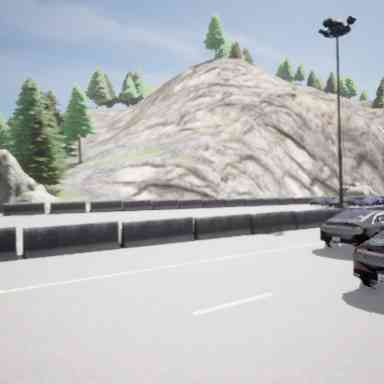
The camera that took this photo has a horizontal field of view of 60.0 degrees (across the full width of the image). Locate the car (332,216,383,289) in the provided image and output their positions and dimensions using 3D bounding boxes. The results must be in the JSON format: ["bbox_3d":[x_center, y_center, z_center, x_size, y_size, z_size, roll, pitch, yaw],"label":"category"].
[{"bbox_3d":[5.741,1.448,7.792,4.902,1.511,2.128,0,0,-35],"label":"car"}]

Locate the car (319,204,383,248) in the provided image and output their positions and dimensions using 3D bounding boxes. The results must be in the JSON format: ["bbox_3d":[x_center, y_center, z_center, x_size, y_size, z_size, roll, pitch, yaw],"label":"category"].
[{"bbox_3d":[6.990,1.418,12.913,4.902,1.511,2.128,0,0,-35],"label":"car"}]

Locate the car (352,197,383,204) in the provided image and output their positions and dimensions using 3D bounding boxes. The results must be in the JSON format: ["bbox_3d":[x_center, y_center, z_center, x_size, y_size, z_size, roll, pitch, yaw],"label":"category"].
[{"bbox_3d":[22.133,1.291,40.774,4.674,1.442,1.812,0,0,-35],"label":"car"}]

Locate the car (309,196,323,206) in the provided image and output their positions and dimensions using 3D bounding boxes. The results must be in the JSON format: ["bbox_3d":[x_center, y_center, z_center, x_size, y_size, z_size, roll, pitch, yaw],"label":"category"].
[{"bbox_3d":[18.314,1.297,46.636,4.181,1.385,1.994,0,0,-35],"label":"car"}]

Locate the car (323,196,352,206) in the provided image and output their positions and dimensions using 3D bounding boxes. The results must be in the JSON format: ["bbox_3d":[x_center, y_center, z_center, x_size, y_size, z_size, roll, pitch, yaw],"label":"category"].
[{"bbox_3d":[19.918,1.298,43.497,5.357,1.411,2.033,0,0,-35],"label":"car"}]
